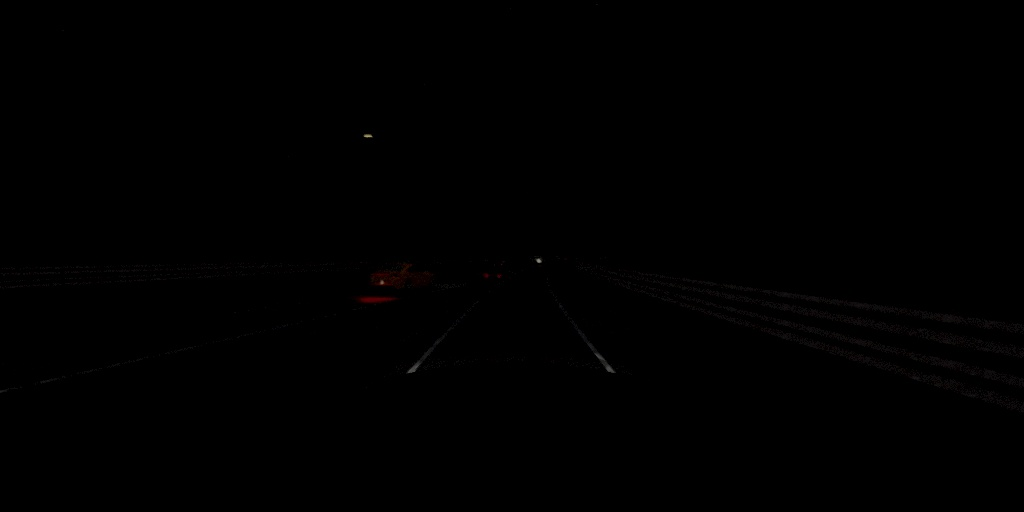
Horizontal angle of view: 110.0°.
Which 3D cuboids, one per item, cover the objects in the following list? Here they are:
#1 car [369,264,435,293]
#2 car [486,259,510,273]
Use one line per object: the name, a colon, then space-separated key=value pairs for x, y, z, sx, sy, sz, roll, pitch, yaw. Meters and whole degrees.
car: x=-5.984 y=1.179 z=20.215 sx=1.882 sy=1.535 sz=5.008 roll=0 pitch=-1 yaw=11
car: x=-1.589 y=1.083 z=42.899 sx=2.097 sy=1.767 sz=4.553 roll=0 pitch=0 yaw=11
